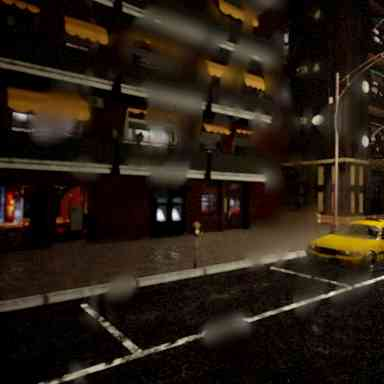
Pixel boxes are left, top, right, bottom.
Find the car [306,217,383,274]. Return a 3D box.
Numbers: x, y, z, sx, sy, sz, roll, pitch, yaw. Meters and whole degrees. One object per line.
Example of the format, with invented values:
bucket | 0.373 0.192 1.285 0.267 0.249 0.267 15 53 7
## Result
car | 5.568 1.499 10.514 4.829 1.417 1.752 0 1 -35
